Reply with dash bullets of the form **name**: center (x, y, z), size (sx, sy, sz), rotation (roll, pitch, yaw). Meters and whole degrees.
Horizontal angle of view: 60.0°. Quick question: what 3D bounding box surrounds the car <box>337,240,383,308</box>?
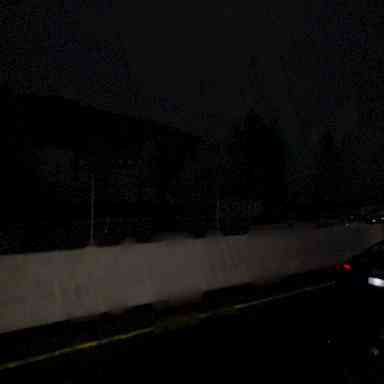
- **car**: center (5.105, 1.672, 7.316), size (4.181, 1.385, 1.994), rotation (1, -1, -34)

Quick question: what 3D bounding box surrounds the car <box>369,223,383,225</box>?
- **car**: center (15.587, 1.883, 25.570), size (4.674, 1.442, 1.812), rotation (1, -1, -24)
